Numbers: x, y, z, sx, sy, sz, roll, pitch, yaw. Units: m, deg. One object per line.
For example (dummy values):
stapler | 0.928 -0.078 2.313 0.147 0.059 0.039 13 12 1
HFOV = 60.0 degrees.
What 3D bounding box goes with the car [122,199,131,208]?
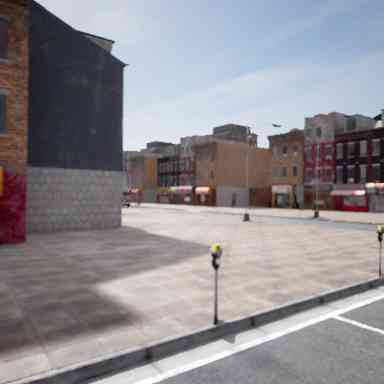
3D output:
car | -11.343 1.767 51.771 2.033 1.411 5.357 1 -1 -35
